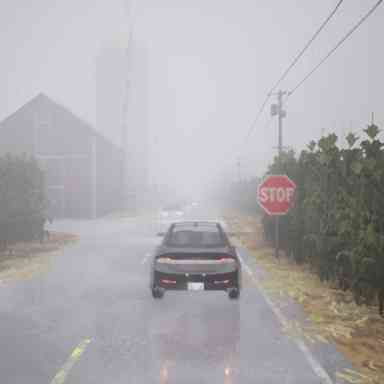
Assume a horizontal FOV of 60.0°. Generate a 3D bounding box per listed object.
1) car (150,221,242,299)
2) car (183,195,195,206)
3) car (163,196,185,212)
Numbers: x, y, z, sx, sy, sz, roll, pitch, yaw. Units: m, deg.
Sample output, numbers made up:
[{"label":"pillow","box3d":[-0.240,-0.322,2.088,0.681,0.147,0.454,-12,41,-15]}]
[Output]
[{"label":"car","box3d":[0.097,1.491,8.431,2.128,1.511,4.902,0,0,1]},{"label":"car","box3d":[-1.167,1.345,52.914,2.097,1.767,4.553,0,0,5]},{"label":"car","box3d":[-2.198,1.521,39.030,1.812,1.442,4.674,0,0,4]}]
